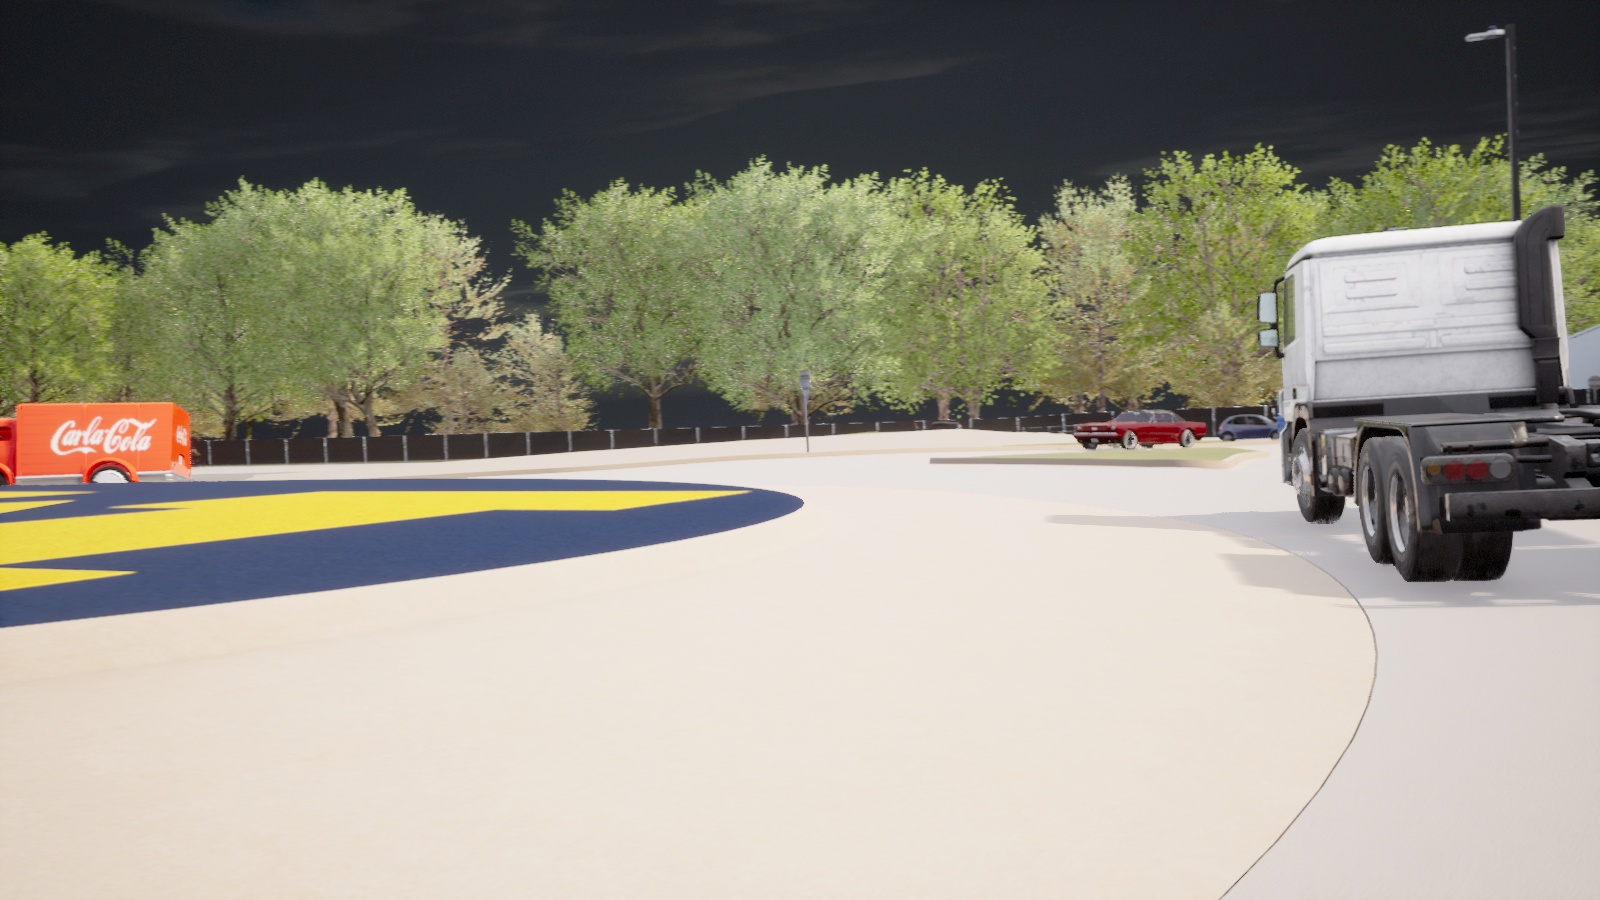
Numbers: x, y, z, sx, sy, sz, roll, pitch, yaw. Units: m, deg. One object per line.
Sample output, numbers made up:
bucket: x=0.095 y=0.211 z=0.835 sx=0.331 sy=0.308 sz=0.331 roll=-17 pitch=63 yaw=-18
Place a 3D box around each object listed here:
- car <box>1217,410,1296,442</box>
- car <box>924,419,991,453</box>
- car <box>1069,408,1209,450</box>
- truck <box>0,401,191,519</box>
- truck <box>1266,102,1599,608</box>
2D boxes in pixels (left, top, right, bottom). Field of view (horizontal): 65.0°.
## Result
car: x=26.290 y=-1.376 z=72.318 sx=3.988 sy=1.617 sz=1.851 roll=-2 pitch=4 yaw=28
car: x=9.857 y=-0.890 z=78.454 sx=3.866 sy=1.878 sz=1.905 roll=-2 pitch=3 yaw=13
car: x=11.269 y=-0.698 z=41.632 sx=4.718 sy=1.301 sz=1.895 roll=-2 pitch=1 yaw=-35
truck: x=-17.816 y=0.281 z=30.291 sx=5.204 sy=2.467 sz=2.627 roll=-2 pitch=-6 yaw=-15
truck: x=6.751 y=-0.841 z=12.458 sx=2.891 sy=3.462 sz=7.936 roll=-3 pitch=2 yaw=14
